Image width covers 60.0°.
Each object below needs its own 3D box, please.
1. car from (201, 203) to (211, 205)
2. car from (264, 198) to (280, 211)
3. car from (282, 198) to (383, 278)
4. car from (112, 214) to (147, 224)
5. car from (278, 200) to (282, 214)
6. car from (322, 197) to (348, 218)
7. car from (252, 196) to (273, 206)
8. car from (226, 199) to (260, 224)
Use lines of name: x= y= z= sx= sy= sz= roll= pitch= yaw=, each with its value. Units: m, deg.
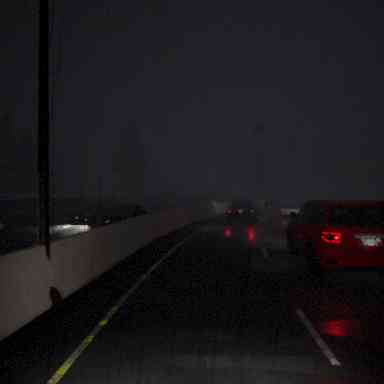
car: x=2.285 y=1.574 z=56.332 sx=2.033 sy=1.411 sz=5.357 roll=0 pitch=0 yaw=32
car: x=10.279 y=1.550 z=41.452 sx=1.837 sy=1.490 sz=4.892 roll=0 pitch=0 yaw=26
car: x=4.382 y=1.238 z=10.231 sx=2.150 sy=2.045 sz=5.566 roll=0 pitch=0 yaw=7
car: x=-4.376 y=1.499 z=21.684 sx=1.837 sy=1.490 sz=4.892 roll=0 pitch=0 yaw=13
car: x=9.283 y=1.640 z=30.461 sx=1.895 sy=1.301 sz=4.718 roll=0 pitch=0 yaw=20
car: x=13.811 y=1.405 z=32.320 sx=2.097 sy=1.767 sz=4.553 roll=0 pitch=0 yaw=22
car: x=12.646 y=1.563 z=59.200 sx=1.837 sy=1.490 sz=4.892 roll=0 pitch=0 yaw=36
car: x=3.930 y=1.373 z=25.073 sx=2.097 sy=1.767 sz=4.553 roll=0 pitch=0 yaw=16
